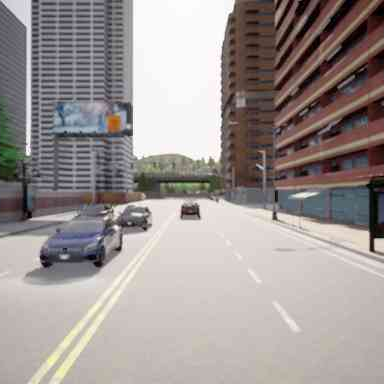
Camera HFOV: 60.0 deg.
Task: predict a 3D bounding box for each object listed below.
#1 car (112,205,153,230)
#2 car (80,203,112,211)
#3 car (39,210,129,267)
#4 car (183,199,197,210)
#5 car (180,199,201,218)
[{"bbox_3d":[-3.726,1.634,22.213,1.837,1.490,4.892,0,0,0],"label":"car"},{"bbox_3d":[-7.159,1.653,25.335,1.837,1.490,4.892,0,0,0],"label":"car"},{"bbox_3d":[-3.660,1.598,11.831,1.812,1.442,4.674,0,0,0],"label":"car"},{"bbox_3d":[-0.250,1.739,47.482,1.882,1.535,5.008,0,0,0],"label":"car"},{"bbox_3d":[-0.152,1.658,32.735,1.882,1.535,5.008,0,-1,0],"label":"car"}]
